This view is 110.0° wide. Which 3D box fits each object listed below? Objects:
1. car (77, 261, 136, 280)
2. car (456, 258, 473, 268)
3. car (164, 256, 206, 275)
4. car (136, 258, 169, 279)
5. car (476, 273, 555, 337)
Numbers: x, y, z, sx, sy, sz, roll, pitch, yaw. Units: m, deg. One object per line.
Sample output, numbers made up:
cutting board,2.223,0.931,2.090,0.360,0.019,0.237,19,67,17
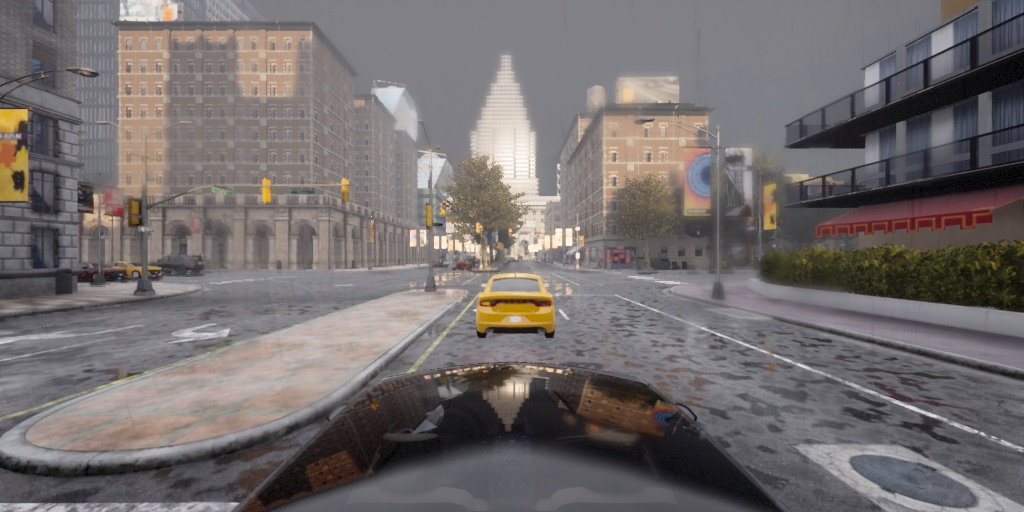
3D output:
car,-33.939,1.225,28.817,5.008,1.535,1.882,0,0,0
car,-7.987,1.346,59.051,1.895,1.301,4.718,0,0,0
car,-37.048,0.968,39.503,5.566,2.045,2.150,0,0,0
car,-34.574,1.225,32.315,5.008,1.535,1.882,0,0,0
car,0.094,1.227,10.310,1.882,1.535,5.008,0,0,0
